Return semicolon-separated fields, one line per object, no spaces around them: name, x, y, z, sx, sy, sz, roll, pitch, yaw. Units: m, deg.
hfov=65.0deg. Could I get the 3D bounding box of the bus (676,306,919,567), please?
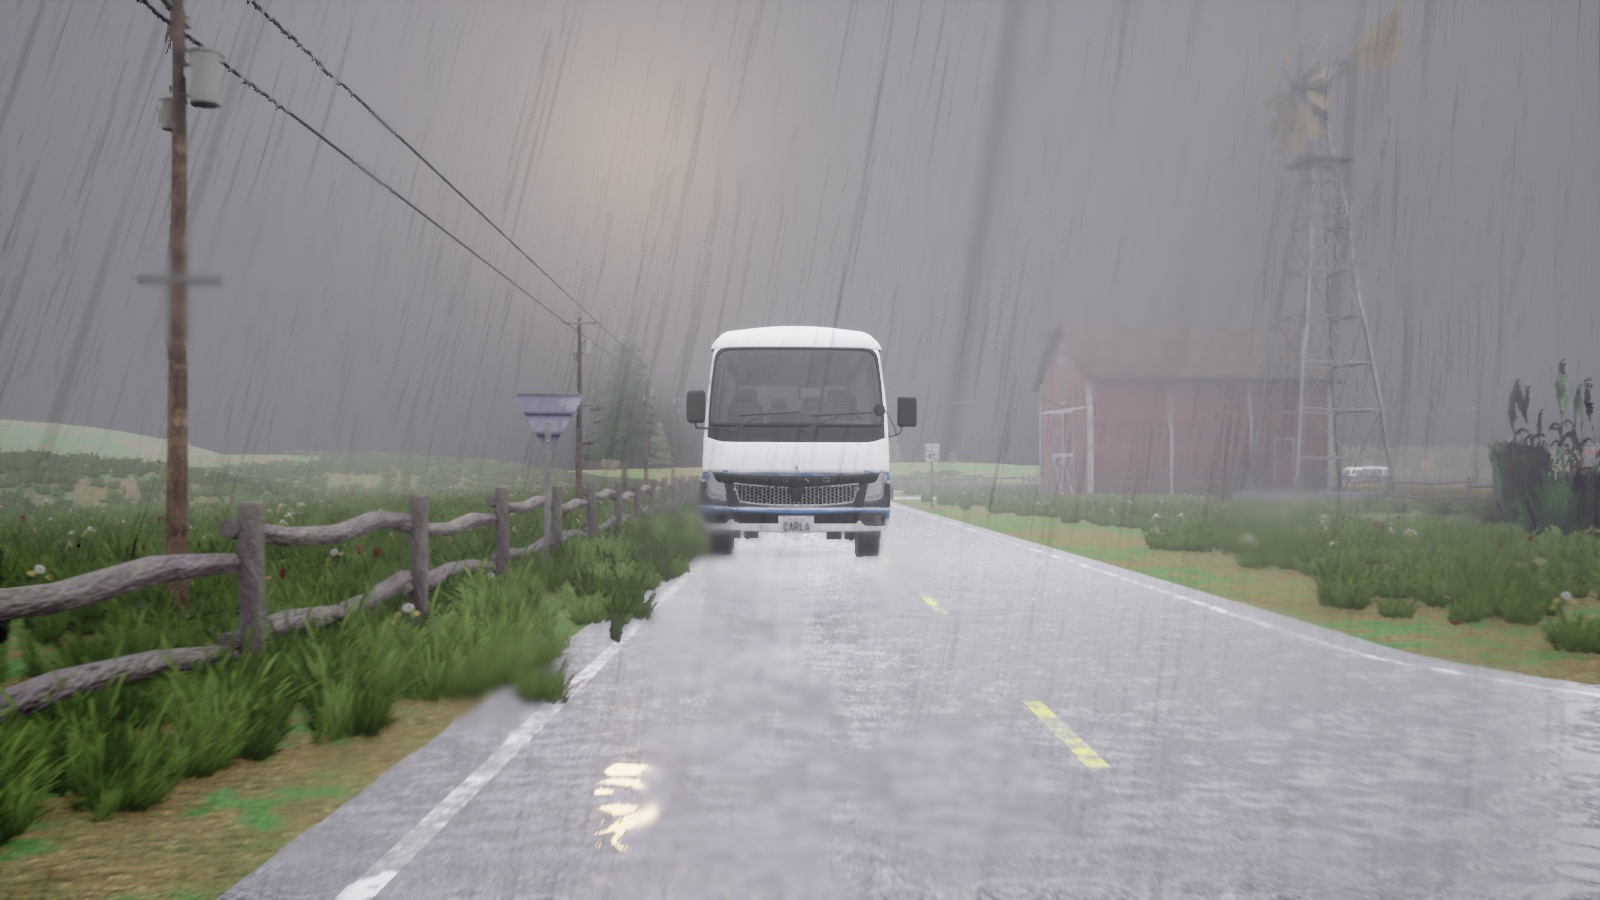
bus;-0.112;-0.137;25.619;3.944;4.253;10.273;0;-1;-1
